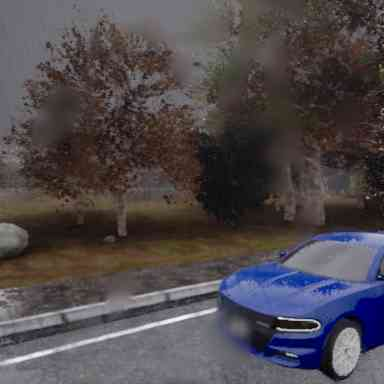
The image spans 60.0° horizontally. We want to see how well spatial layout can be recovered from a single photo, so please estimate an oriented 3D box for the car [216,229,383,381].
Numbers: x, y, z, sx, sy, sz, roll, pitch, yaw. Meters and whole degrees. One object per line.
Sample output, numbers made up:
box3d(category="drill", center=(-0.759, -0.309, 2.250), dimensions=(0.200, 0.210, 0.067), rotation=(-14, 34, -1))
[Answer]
box3d(category="car", center=(2.703, 1.442, 5.548), dimensions=(5.008, 1.535, 1.882), rotation=(0, 0, -32))
